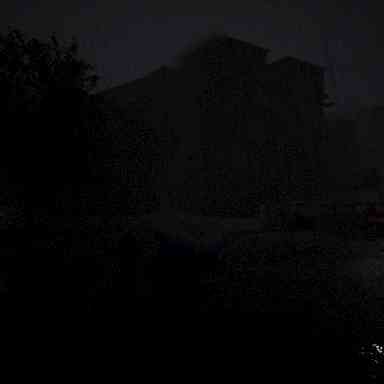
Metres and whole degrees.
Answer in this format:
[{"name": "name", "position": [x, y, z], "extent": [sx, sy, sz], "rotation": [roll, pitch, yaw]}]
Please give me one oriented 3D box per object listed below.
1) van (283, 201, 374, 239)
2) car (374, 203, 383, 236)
[{"name": "van", "position": [7.584, 1.503, 18.896], "extent": [4.442, 1.987, 1.878], "rotation": [0, -2, 34]}, {"name": "car", "position": [9.882, 1.713, 20.730], "extent": [4.553, 1.767, 2.185], "rotation": [0, -2, 34]}]
